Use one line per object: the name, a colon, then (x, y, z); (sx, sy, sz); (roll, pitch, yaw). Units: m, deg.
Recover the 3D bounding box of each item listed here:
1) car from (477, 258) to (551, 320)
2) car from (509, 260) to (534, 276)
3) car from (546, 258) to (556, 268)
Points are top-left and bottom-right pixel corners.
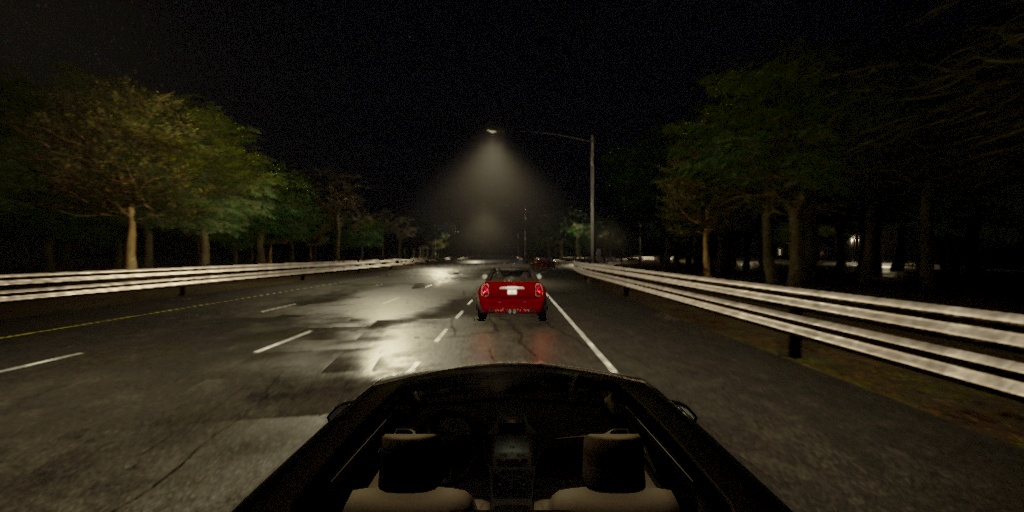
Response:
car: (0.002, 1.052, 12.511); (2.097, 1.767, 4.553); (0, 0, 0)
car: (1.044, 1.160, 35.493); (1.994, 1.385, 4.181); (0, 0, 8)
car: (4.866, 1.004, 50.971); (1.882, 1.535, 5.008); (0, 0, 19)
